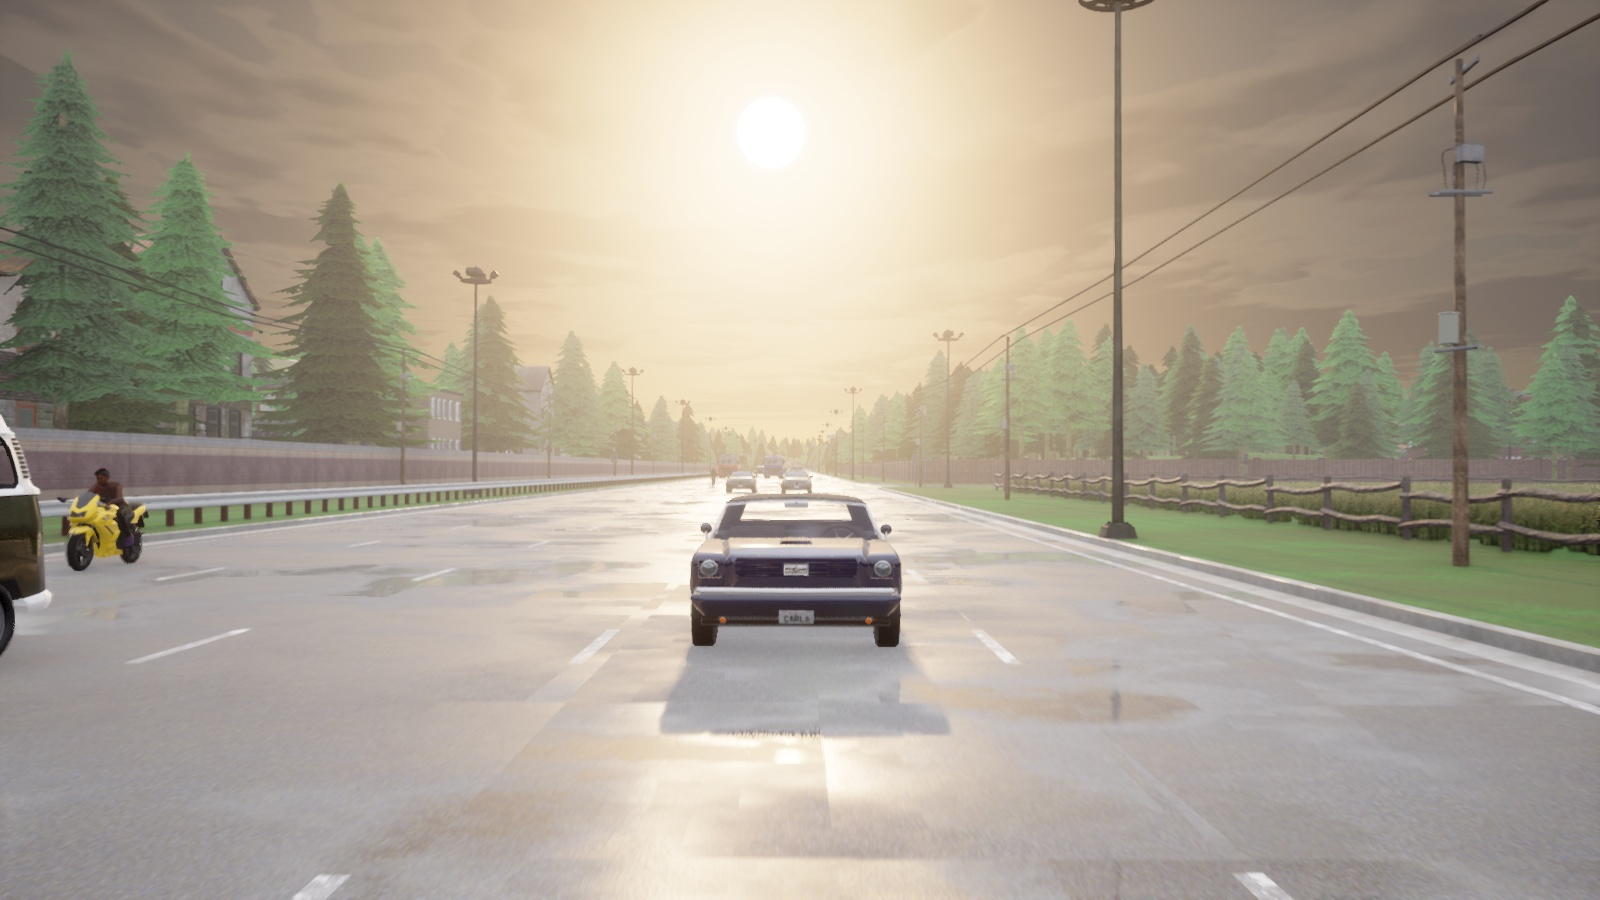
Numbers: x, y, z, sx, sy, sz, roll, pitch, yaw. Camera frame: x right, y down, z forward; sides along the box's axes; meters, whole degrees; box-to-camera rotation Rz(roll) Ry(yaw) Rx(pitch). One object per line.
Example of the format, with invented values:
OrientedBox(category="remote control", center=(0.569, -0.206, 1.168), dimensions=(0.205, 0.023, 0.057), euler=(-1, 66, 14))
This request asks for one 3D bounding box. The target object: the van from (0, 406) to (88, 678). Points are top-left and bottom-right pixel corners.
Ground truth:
OrientedBox(category="van", center=(-7.021, 0.681, 8.311), dimensions=(2.069, 2.038, 4.480), euler=(0, -1, 0))

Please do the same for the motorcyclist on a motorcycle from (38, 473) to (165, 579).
OrientedBox(category="motorcyclist on a motorcycle", center=(-10.546, 1.109, 19.055), dimensions=(0.797, 1.523, 2.044), euler=(0, -1, 0))

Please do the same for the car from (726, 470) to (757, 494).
OrientedBox(category="car", center=(-3.692, 2.004, 80.060), dimensions=(1.812, 1.442, 4.674), euler=(0, -1, 0))

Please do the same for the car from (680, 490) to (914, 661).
OrientedBox(category="car", center=(-0.030, 1.093, 12.583), dimensions=(1.895, 1.301, 4.718), euler=(0, -1, 0))

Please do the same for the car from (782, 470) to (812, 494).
OrientedBox(category="car", center=(-0.185, 1.950, 77.263), dimensions=(1.812, 1.442, 4.674), euler=(0, -1, 0))
